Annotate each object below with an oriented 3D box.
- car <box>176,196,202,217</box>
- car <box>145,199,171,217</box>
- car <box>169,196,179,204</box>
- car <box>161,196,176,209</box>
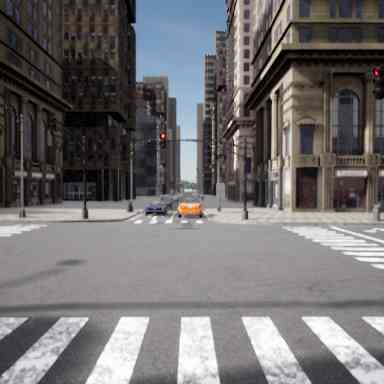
[{"bbox_3d":[-0.158,1.342,31.001,2.097,1.767,4.553,0,0,0],"label":"car"},{"bbox_3d":[-3.352,1.590,31.724,1.895,1.301,4.718,0,0,-1],"label":"car"},{"bbox_3d":[-3.507,1.506,65.312,1.812,1.442,4.674,0,0,0],"label":"car"},{"bbox_3d":[-3.446,1.484,44.357,1.837,1.490,4.892,0,2,0],"label":"car"}]
